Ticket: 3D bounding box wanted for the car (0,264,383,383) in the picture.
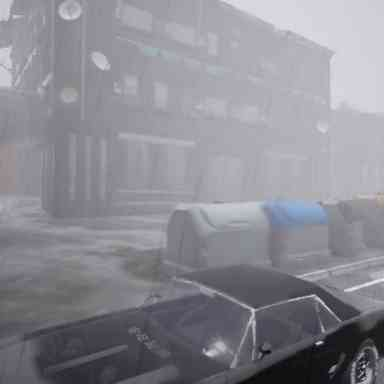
[{"bbox_3d":[0.265,1.601,3.575,4.718,1.301,1.895,0,0,-35],"label":"car"}]
